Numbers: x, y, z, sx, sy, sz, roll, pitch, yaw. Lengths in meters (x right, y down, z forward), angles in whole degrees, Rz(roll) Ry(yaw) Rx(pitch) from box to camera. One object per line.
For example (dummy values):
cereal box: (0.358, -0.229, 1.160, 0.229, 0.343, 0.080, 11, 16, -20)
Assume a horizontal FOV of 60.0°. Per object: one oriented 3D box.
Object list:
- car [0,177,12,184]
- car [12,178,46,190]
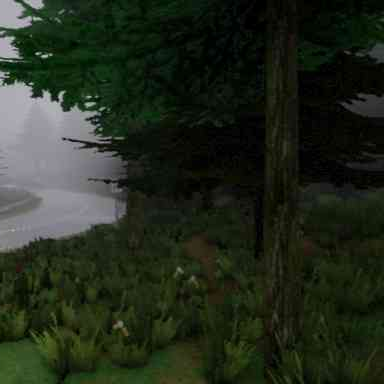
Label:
car: (-29.302, -2.072, 51.831, 1.994, 1.385, 4.181, 0, 6, -37)
car: (-21.731, -1.189, 44.935, 4.892, 1.490, 1.837, 6, 4, 34)
